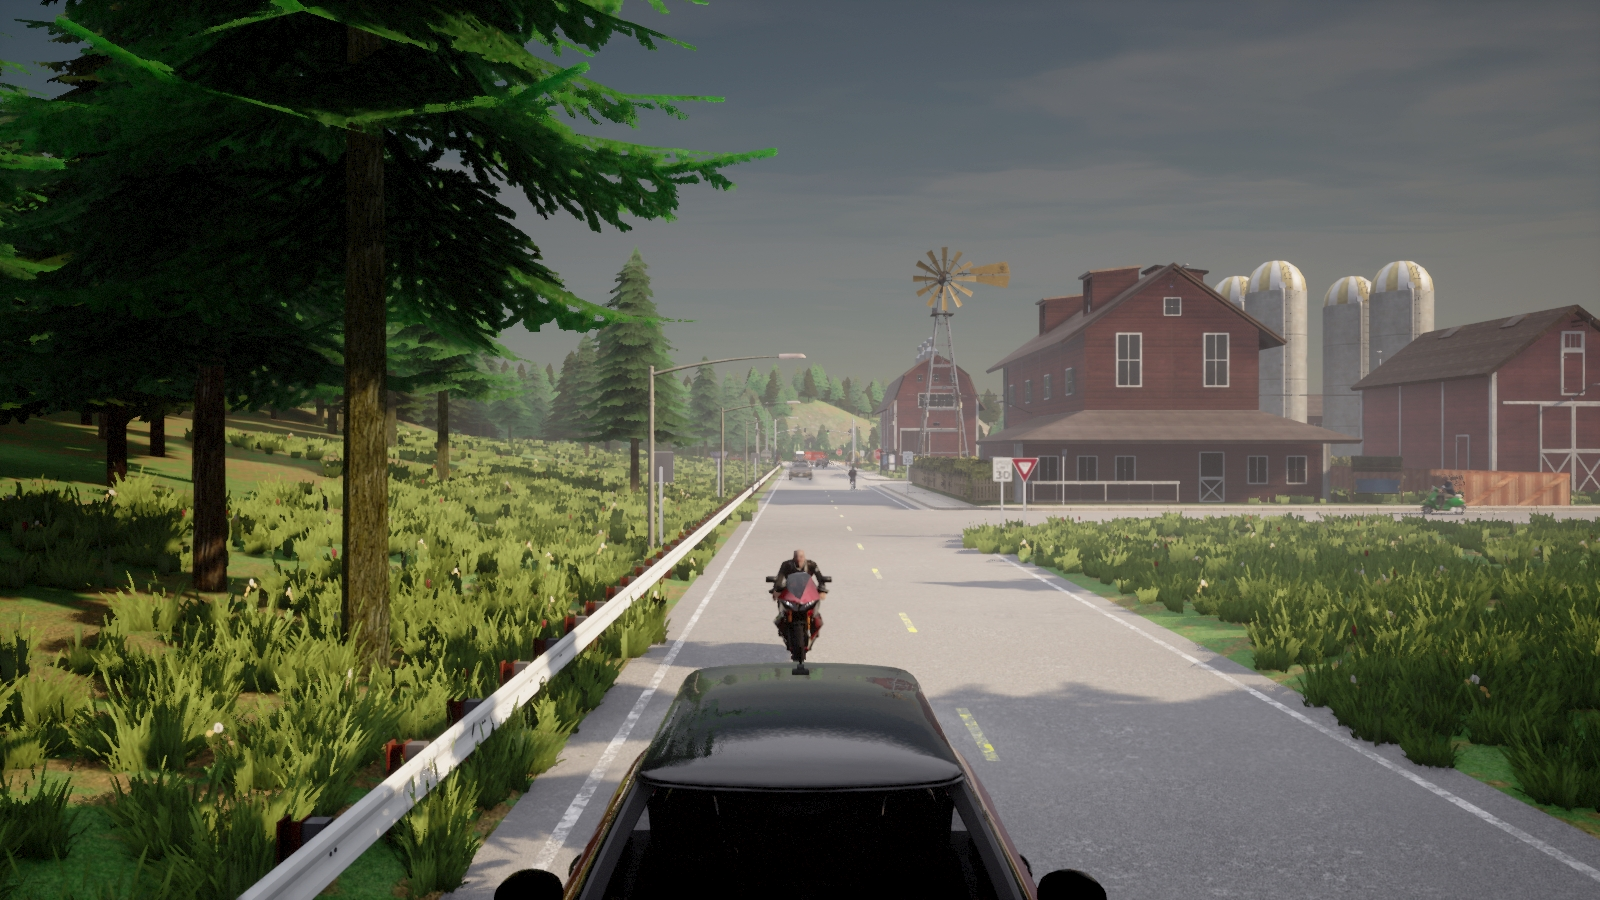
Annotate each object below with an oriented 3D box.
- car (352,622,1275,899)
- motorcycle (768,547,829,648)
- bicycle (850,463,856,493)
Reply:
[{"bbox_3d":[0.033,1.906,4.501,2.097,1.767,4.553,0,0,0],"label":"car"},{"bbox_3d":[-0.028,2.205,17.415,0.867,1.251,2.209,0,0,0],"label":"motorcycle"},{"bbox_3d":[3.513,1.836,76.077,0.329,1.919,1.835,0,0,0],"label":"bicycle"}]
